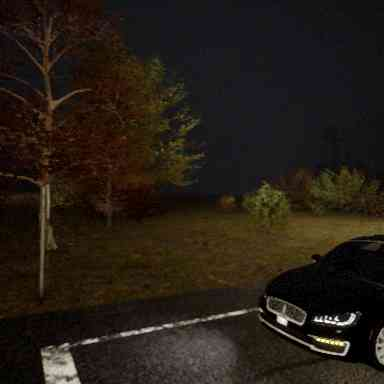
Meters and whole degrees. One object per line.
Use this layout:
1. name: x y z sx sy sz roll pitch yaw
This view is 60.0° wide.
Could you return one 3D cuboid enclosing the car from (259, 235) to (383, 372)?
1. car: 3.402 1.542 5.670 4.892 1.490 1.837 1 0 -27
